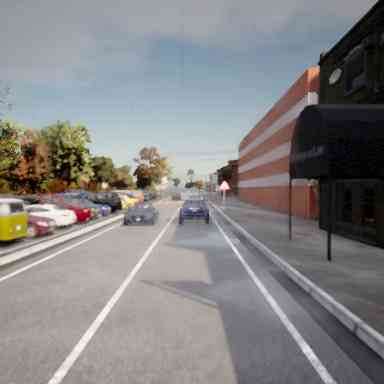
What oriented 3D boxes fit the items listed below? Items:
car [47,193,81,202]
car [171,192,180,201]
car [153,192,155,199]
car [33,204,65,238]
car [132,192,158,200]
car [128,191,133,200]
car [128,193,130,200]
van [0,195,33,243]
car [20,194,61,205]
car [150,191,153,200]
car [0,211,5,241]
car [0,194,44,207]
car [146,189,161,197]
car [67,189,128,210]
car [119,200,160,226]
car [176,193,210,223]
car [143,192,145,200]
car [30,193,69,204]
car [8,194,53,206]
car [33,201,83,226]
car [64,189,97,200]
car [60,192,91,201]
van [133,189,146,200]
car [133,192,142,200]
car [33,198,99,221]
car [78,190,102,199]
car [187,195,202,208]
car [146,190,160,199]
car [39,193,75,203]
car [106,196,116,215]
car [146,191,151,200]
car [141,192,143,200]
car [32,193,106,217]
[{"bbox_3d":[-21.710,0.891,56.404,4.892,1.521,2.231,0,1,0],"label":"car"},{"bbox_3d":[-2.854,0.872,63.337,1.837,1.490,4.892,0,1,1],"label":"car"},{"bbox_3d":[-9.143,0.930,56.440,4.674,1.452,2.002,0,1,0],"label":"car"},{"bbox_3d":[-9.290,1.499,16.875,4.674,1.452,2.002,0,1,0],"label":"car"},{"bbox_3d":[-9.113,0.801,64.917,4.674,1.452,2.002,0,1,0],"label":"car"},{"bbox_3d":[-9.248,1.052,36.659,4.553,1.767,2.185,0,1,0],"label":"car"},{"bbox_3d":[-9.412,1.215,33.836,5.366,1.575,1.946,0,1,0],"label":"car"},{"bbox_3d":[-9.414,1.249,13.916,4.442,1.987,1.878,0,0,0],"label":"van"},{"bbox_3d":[-21.774,1.043,47.933,4.792,1.488,2.163,0,1,0],"label":"car"},{"bbox_3d":[-9.158,0.971,53.614,4.674,1.452,2.002,0,1,0],"label":"car"},{"bbox_3d":[-9.310,1.510,11.210,4.674,1.452,2.002,0,0,0],"label":"car"},{"bbox_3d":[-21.760,1.097,42.162,5.008,1.535,2.097,0,1,0],"label":"car"},{"bbox_3d":[-9.077,0.465,67.737,5.566,2.045,2.435,0,1,0],"label":"car"},{"bbox_3d":[-9.265,1.008,31.007,5.566,2.045,2.435,0,1,0],"label":"car"},{"bbox_3d":[-3.293,1.460,22.274,1.994,1.385,4.181,0,1,0],"label":"car"},{"bbox_3d":[0.167,1.224,24.518,2.097,1.767,4.553,0,1,0],"label":"car"},{"bbox_3d":[-9.184,1.094,45.138,4.674,1.452,2.002,0,1,0],"label":"car"},{"bbox_3d":[-21.730,0.972,50.757,5.008,1.535,2.097,0,1,0],"label":"car"},{"bbox_3d":[-21.759,1.056,44.985,5.008,1.535,2.097,0,1,0],"label":"car"},{"bbox_3d":[-9.274,1.463,19.709,4.674,1.452,2.002,0,1,0],"label":"car"},{"bbox_3d":[-21.661,0.512,64.745,5.566,2.045,2.435,0,1,0],"label":"car"},{"bbox_3d":[-21.705,0.807,62.050,4.892,1.521,2.231,0,1,0],"label":"car"},{"bbox_3d":[-9.293,0.788,47.960,4.442,1.987,1.878,0,1,0],"label":"van"},{"bbox_3d":[-9.021,1.133,39.486,5.366,1.575,1.946,0,1,0],"label":"car"},{"bbox_3d":[-9.262,1.382,22.534,5.008,1.535,2.097,0,1,0],"label":"car"},{"bbox_3d":[-21.605,0.538,70.526,4.553,1.767,2.185,0,0,0],"label":"car"},{"bbox_3d":[0.296,1.143,42.928,1.837,1.490,4.892,0,1,1],"label":"car"},{"bbox_3d":[-9.120,0.806,62.089,5.008,1.535,2.097,0,1,0],"label":"car"},{"bbox_3d":[-21.719,0.931,53.580,5.008,1.535,2.097,0,1,0],"label":"car"},{"bbox_3d":[-9.249,1.340,28.186,4.674,1.452,2.002,0,1,0],"label":"car"},{"bbox_3d":[-9.137,1.002,50.788,4.792,1.488,2.163,0,1,0],"label":"car"},{"bbox_3d":[-9.382,1.092,42.313,5.366,1.575,1.946,0,1,0],"label":"car"},{"bbox_3d":[-9.288,1.216,25.358,4.553,1.767,2.185,0,1,0],"label":"car"}]
